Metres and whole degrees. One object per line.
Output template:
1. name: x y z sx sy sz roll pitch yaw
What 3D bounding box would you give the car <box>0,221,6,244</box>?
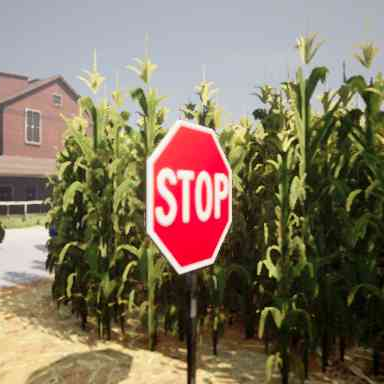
1. car: -9.101 1.506 11.367 1.837 1.490 4.892 0 0 35
